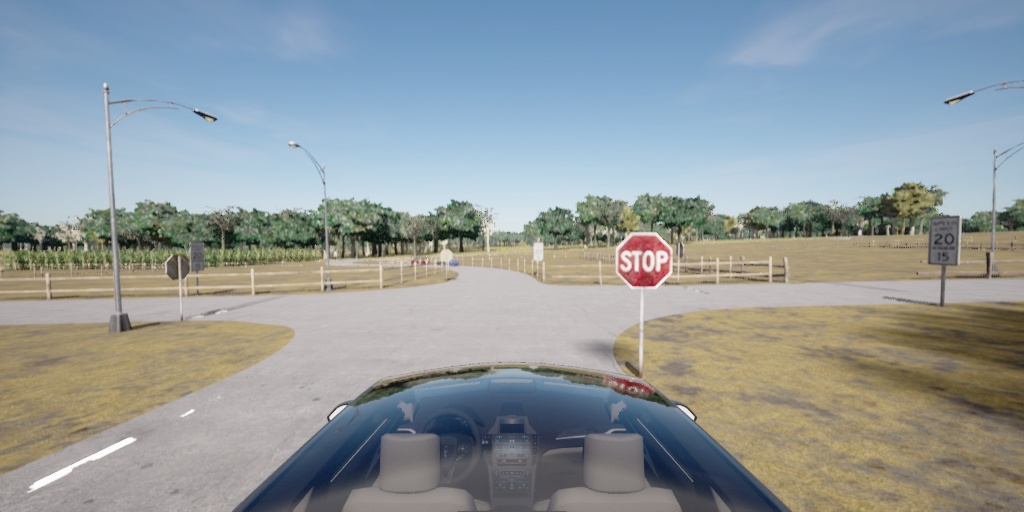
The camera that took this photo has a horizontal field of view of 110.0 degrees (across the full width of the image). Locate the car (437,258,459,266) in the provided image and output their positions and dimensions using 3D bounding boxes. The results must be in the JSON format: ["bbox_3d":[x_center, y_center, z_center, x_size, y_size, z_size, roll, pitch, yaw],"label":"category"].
[{"bbox_3d":[-10.914,1.038,61.023,2.033,1.411,5.357,-1,1,-37],"label":"car"}]
